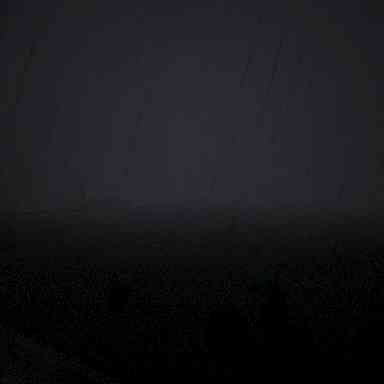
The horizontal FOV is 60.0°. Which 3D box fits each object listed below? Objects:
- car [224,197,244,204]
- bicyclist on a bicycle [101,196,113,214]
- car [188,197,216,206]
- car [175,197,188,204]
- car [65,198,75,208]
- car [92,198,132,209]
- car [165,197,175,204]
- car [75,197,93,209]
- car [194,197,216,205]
[{"bbox_3d":[7.995,1.601,62.230,1.895,1.301,4.718,0,0,35],"label":"car"},{"bbox_3d":[-8.025,1.156,31.722,1.656,1.620,0.582,33,17,27],"label":"bicyclist on a bicycle"},{"bbox_3d":[2.031,1.478,53.612,1.882,1.535,5.008,0,0,35],"label":"car"},{"bbox_3d":[-0.590,1.564,62.031,1.994,1.385,4.181,0,0,35],"label":"car"},{"bbox_3d":[-15.427,1.477,46.855,1.882,1.535,5.008,0,0,35],"label":"car"},{"bbox_3d":[-9.820,1.491,42.657,2.128,1.511,4.902,0,0,35],"label":"car"},{"bbox_3d":[-3.247,1.564,64.333,1.994,1.385,4.181,0,0,35],"label":"car"},{"bbox_3d":[-12.698,1.477,44.648,1.882,1.535,5.008,0,0,35],"label":"car"},{"bbox_3d":[2.447,1.565,60.262,1.994,1.385,4.181,0,0,35],"label":"car"}]
